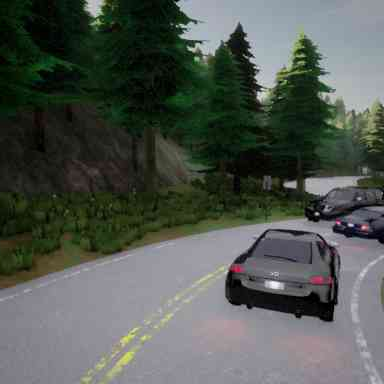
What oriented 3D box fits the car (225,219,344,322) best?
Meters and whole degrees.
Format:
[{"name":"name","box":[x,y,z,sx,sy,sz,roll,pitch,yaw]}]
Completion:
[{"name":"car","box":[2.226,1.531,7.475,1.994,1.385,4.181,2,2,24]}]

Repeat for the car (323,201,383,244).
[{"name":"car","box":[8.623,1.372,14.991,5.357,1.411,2.033,-1,5,-33]}]

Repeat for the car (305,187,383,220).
[{"name":"car","box":[8.950,0.764,19.015,5.566,2.045,2.150,-1,5,-32]}]
